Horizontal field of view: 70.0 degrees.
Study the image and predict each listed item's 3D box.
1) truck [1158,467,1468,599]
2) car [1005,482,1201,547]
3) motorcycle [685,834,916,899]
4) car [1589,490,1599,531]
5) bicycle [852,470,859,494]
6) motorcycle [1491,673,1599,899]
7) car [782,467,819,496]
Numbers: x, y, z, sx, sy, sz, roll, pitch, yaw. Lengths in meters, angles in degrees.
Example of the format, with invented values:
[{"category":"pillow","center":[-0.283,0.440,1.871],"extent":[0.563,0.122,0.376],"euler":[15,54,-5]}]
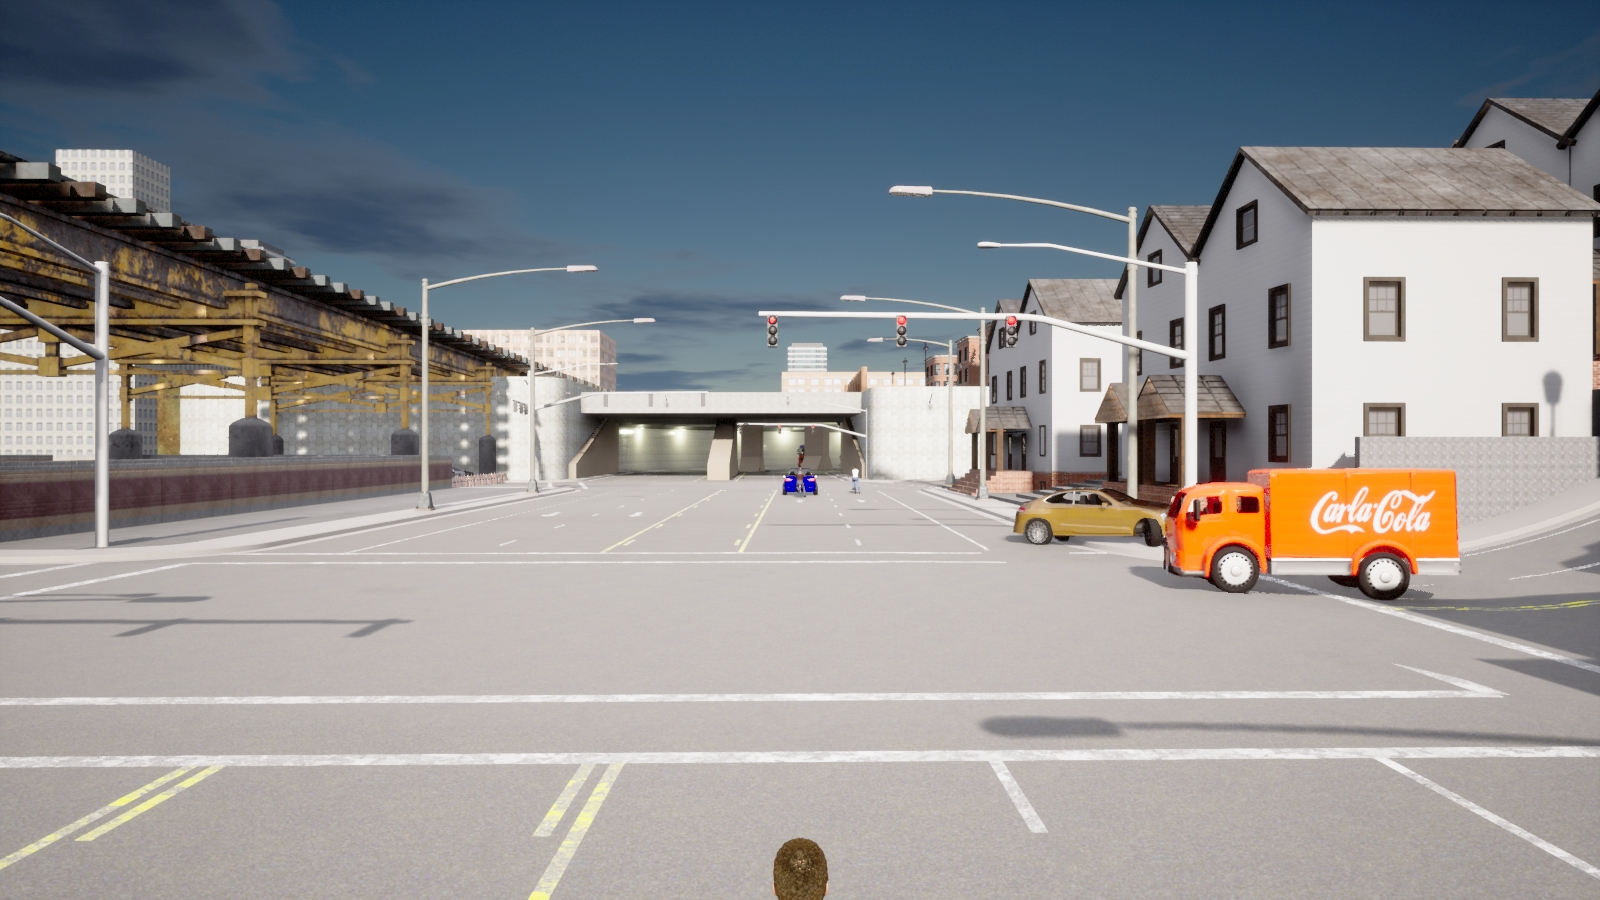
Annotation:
[{"category":"truck","center":[10.159,1.616,23.142],"extent":[5.204,2.467,2.627],"euler":[-1,-1,10]},{"category":"car","center":[8.816,1.903,33.461],"extent":[5.027,1.651,2.152],"euler":[-3,0,36]},{"category":"motorcycle","center":[0.002,2.172,3.626],"extent":[0.803,1.224,2.033],"euler":[0,0,0]},{"category":"car","center":[18.867,1.077,22.777],"extent":[4.553,1.767,2.097],"euler":[-17,0,-1]},{"category":"bicycle","center":[3.507,2.018,72.556],"extent":[0.373,1.521,1.643],"euler":[0,0,0]},{"category":"motorcycle","center":[3.504,1.905,3.984],"extent":[0.764,1.802,2.356],"euler":[0,0,0]},{"category":"car","center":[0.007,1.942,71.643],"extent":[2.242,1.667,4.611],"euler":[0,0,0]}]
